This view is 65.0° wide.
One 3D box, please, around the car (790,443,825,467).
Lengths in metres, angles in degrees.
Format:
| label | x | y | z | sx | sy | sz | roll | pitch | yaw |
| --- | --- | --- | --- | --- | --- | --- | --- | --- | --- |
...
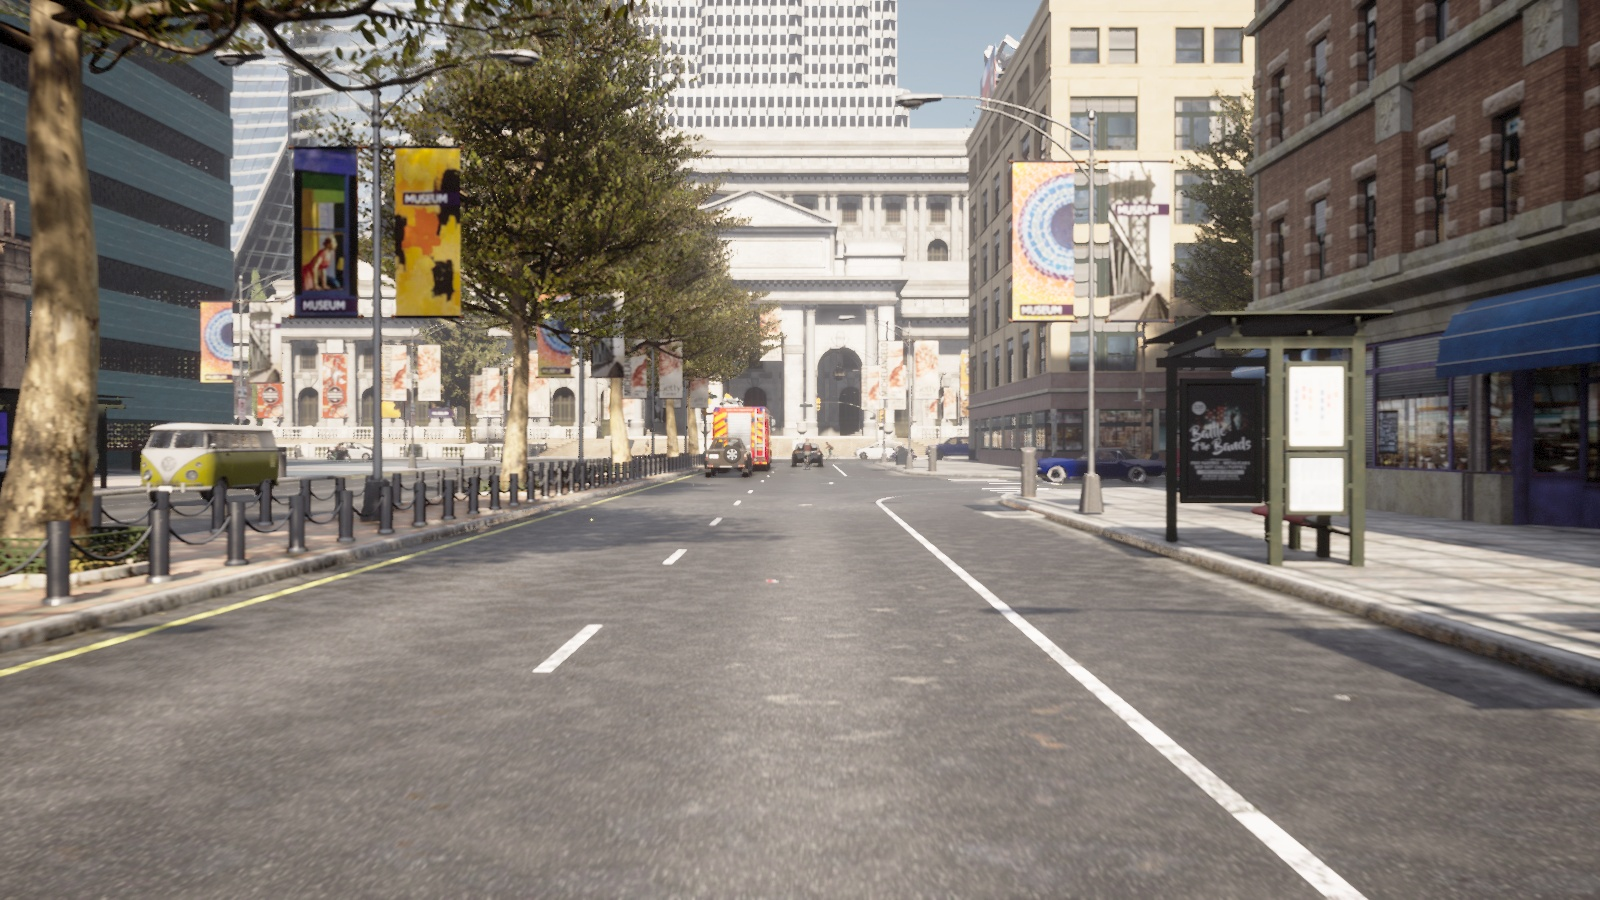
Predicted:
| label | x | y | z | sx | sy | sz | roll | pitch | yaw |
| --- | --- | --- | --- | --- | --- | --- | --- | --- | --- |
| car | 0.463 | 0.301 | 79.023 | 2.163 | 1.488 | 4.792 | 0 | 0 | 0 |

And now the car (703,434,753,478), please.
| label | x | y | z | sx | sy | sz | roll | pitch | yaw |
| --- | --- | --- | --- | --- | --- | --- | --- | --- | --- |
| car | -3.168 | 0.245 | 56.012 | 1.932 | 1.855 | 4.605 | 0 | 0 | 0 |

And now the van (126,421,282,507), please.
| label | x | y | z | sx | sy | sz | roll | pitch | yaw |
| --- | --- | --- | --- | --- | --- | --- | --- | --- | --- |
| van | -14.807 | 0.310 | 31.474 | 1.775 | 1.987 | 4.442 | 0 | 0 | 0 |

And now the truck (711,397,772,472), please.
| label | x | y | z | sx | sy | sz | roll | pitch | yaw |
| --- | --- | --- | --- | --- | --- | --- | --- | --- | --- |
| truck | -3.095 | -0.808 | 68.752 | 2.891 | 3.827 | 8.468 | 0 | 0 | 0 |

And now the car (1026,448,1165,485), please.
| label | x | y | z | sx | sy | sz | roll | pitch | yaw |
| --- | --- | --- | --- | --- | --- | --- | --- | --- | --- |
| car | 10.887 | 0.594 | 46.442 | 4.718 | 1.301 | 1.895 | 0 | 0 | 2 |
